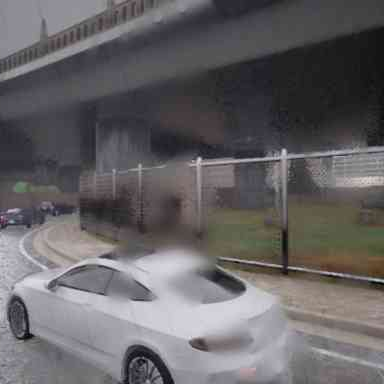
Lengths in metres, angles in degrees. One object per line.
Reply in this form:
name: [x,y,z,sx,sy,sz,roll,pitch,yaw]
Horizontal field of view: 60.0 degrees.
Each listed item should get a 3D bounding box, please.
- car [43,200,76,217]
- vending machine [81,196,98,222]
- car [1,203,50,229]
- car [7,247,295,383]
car: [-14.441,1.673,35.766,2.097,1.767,4.553,0,0,13]
vending machine: [-8.574,1.424,27.785,1.100,2.100,0.880,0,0,1]
car: [-11.962,1.758,23.771,1.812,1.442,4.674,-1,0,-8]
car: [-0.909,1.560,4.838,4.674,1.442,1.812,-1,0,39]
